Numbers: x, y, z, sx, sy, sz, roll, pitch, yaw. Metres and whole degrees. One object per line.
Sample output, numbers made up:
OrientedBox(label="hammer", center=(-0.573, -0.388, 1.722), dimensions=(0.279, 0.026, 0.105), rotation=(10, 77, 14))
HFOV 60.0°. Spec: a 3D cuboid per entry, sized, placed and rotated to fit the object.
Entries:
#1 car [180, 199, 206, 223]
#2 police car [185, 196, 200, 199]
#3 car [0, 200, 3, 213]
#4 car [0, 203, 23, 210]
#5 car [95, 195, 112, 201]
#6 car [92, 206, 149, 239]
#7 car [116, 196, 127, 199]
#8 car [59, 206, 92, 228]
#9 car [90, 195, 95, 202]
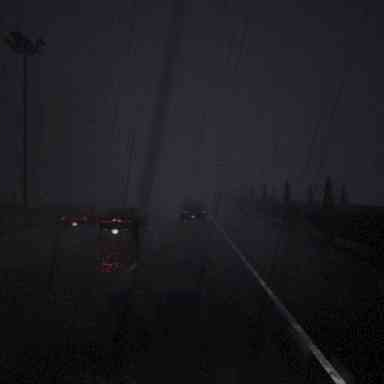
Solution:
OrientedBox(label="car", center=(0.066, 1.507, 25.318), dimensions=(1.812, 1.442, 4.674), rotation=(0, 0, 0))
OrientedBox(label="police car", center=(0.044, 1.394, 42.996), dimensions=(1.930, 1.638, 5.238), rotation=(0, 0, 0))
OrientedBox(label="car", center=(-21.136, 1.530, 32.745), dimensions=(2.033, 1.411, 5.357), rotation=(0, 0, 0))
OrientedBox(label="car", center=(-14.127, 1.550, 25.268), dimensions=(1.994, 1.385, 4.181), rotation=(0, 0, 0))
OrientedBox(label="car", center=(-17.582, 1.457, 67.227), dimensions=(1.837, 1.490, 4.892), rotation=(0, 0, 0))
OrientedBox(label="car", center=(-3.421, 1.493, 17.208), dimensions=(1.837, 1.490, 4.892), rotation=(0, 0, 0))
OrientedBox(label="car", center=(-14.082, 1.496, 67.271), dimensions=(2.033, 1.411, 5.357), rotation=(0, 0, 0))
OrientedBox(label="car", center=(-6.925, 1.587, 21.829), dimensions=(1.895, 1.301, 4.718), rotation=(0, 0, 0))
OrientedBox(label="car", center=(-21.089, 1.432, 73.618), dimensions=(1.882, 1.535, 5.008), rotation=(0, 0, 0))
